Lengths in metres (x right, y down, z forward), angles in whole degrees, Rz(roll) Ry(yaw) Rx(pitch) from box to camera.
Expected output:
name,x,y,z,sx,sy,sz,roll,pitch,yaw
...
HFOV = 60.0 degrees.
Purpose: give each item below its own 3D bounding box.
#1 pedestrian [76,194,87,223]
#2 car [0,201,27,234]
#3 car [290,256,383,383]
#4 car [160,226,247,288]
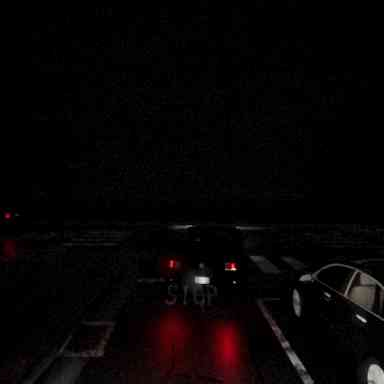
name,x,y,z,sx,sy,sz,roll,pitch,yaw
pedestrian,-6.882,0.997,20.647,0.375,1.860,0.375,0,1,0
car,-11.435,1.247,17.740,4.553,1.767,2.097,0,1,0
car,2.621,1.547,4.468,2.008,1.369,4.403,-1,0,0
car,0.565,1.596,9.289,1.895,1.301,4.718,0,0,9
